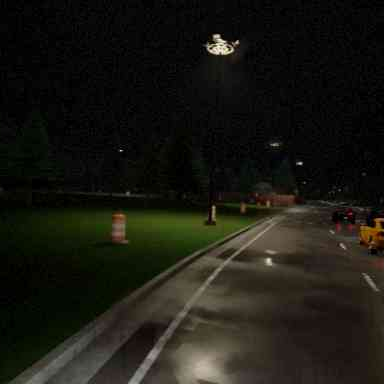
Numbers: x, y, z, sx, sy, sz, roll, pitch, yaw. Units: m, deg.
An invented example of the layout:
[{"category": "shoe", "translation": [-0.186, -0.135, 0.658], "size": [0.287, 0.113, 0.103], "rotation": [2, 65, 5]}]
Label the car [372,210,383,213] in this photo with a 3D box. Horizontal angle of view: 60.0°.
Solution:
[{"category": "car", "translation": [19.029, 2.560, 33.727], "size": [1.812, 1.442, 4.674], "rotation": [3, 0, 19]}]

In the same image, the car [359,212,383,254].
[{"category": "car", "translation": [9.073, 1.972, 15.400], "size": [1.882, 1.535, 5.008], "rotation": [3, 0, 19]}]

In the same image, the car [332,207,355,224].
[{"category": "car", "translation": [15.381, 2.306, 33.855], "size": [2.128, 1.511, 4.902], "rotation": [3, 0, 19]}]
